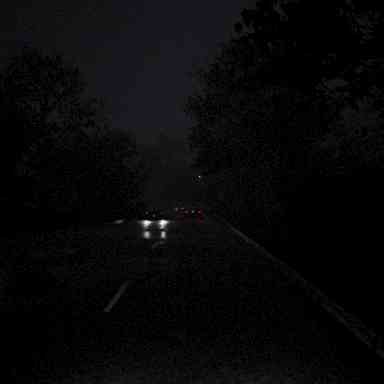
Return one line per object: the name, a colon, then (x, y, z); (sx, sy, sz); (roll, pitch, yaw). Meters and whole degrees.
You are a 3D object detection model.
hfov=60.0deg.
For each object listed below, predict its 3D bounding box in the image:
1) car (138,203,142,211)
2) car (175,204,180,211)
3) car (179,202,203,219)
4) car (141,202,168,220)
car: (-6.870, 2.262, 51.582); (4.674, 1.442, 1.812); (-2, -3, 39)
car: (-1.047, 2.226, 49.162); (2.033, 1.411, 5.357); (1, -2, -17)
car: (0.091, 1.914, 33.136); (2.033, 1.411, 5.357); (0, -1, 0)
car: (-3.355, 1.866, 31.704); (1.812, 1.442, 4.674); (0, -1, 0)
